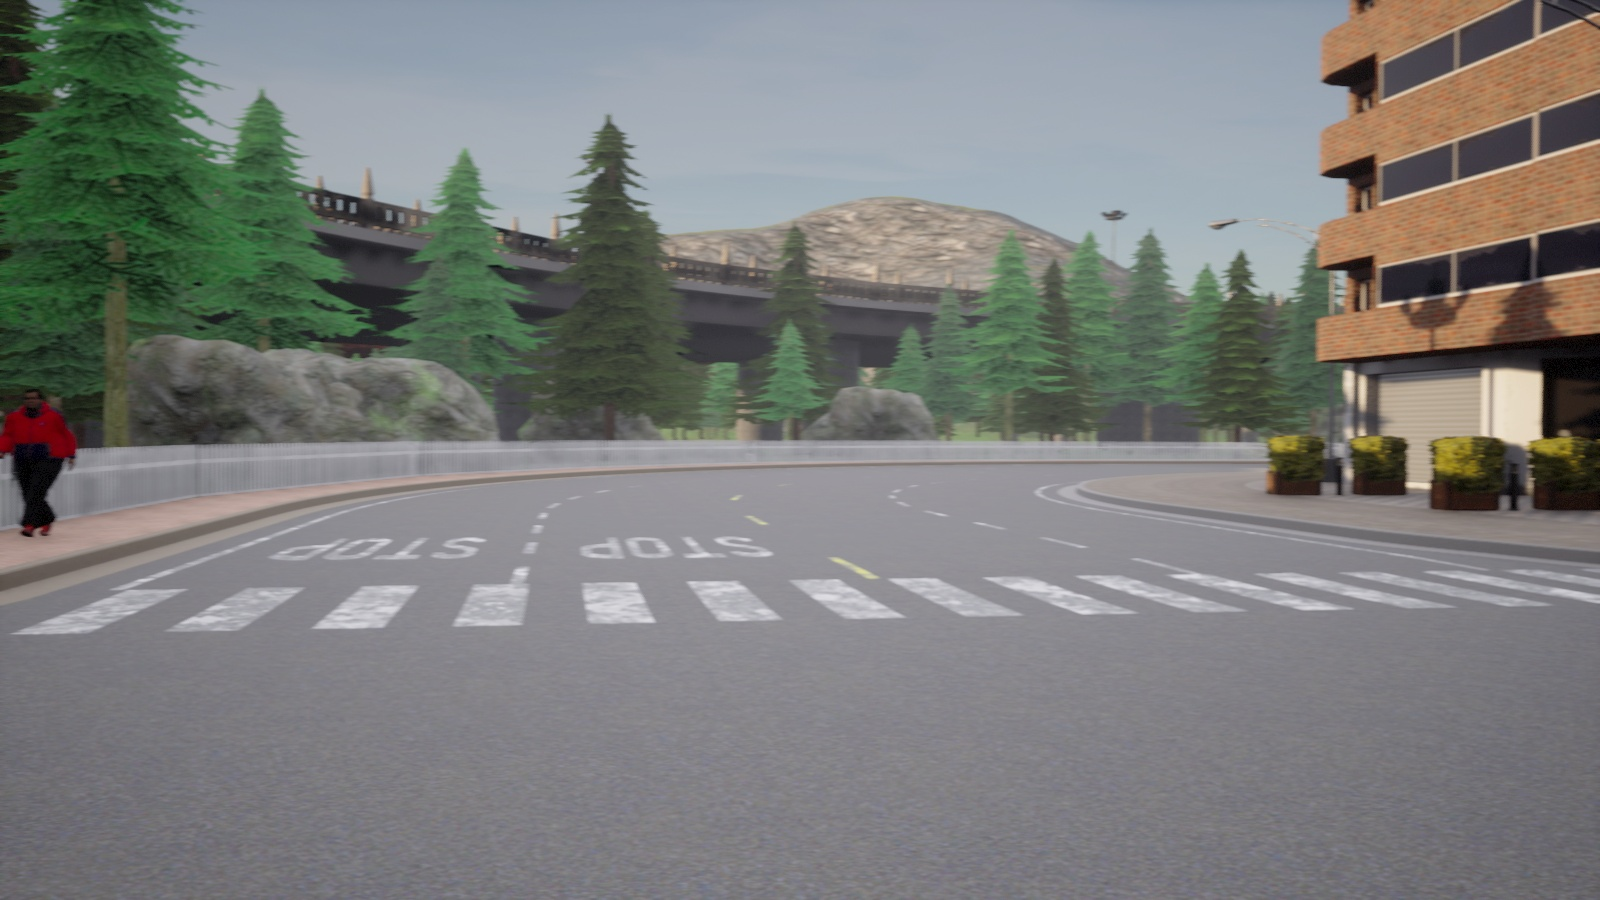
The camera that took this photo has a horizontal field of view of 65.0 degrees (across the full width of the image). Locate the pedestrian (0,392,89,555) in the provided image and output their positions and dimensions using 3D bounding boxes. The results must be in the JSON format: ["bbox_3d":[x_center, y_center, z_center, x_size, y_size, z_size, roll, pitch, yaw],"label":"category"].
[{"bbox_3d":[-8.841,0.259,14.664,0.634,1.844,0.899,-1,1,-9],"label":"pedestrian"}]
